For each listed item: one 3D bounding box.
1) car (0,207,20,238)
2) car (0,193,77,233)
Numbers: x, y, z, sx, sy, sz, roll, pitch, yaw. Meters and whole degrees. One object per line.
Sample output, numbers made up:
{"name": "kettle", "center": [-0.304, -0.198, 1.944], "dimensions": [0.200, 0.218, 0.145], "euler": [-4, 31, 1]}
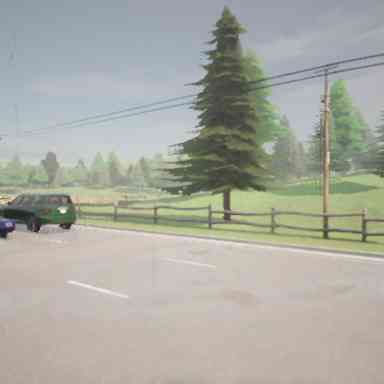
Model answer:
{"name": "car", "center": [-10.408, 1.478, 15.721], "dimensions": [4.718, 1.301, 1.895], "euler": [0, 0, 36]}
{"name": "car", "center": [-8.922, 1.094, 18.960], "dimensions": [5.566, 2.045, 2.150], "euler": [0, 0, 36]}
